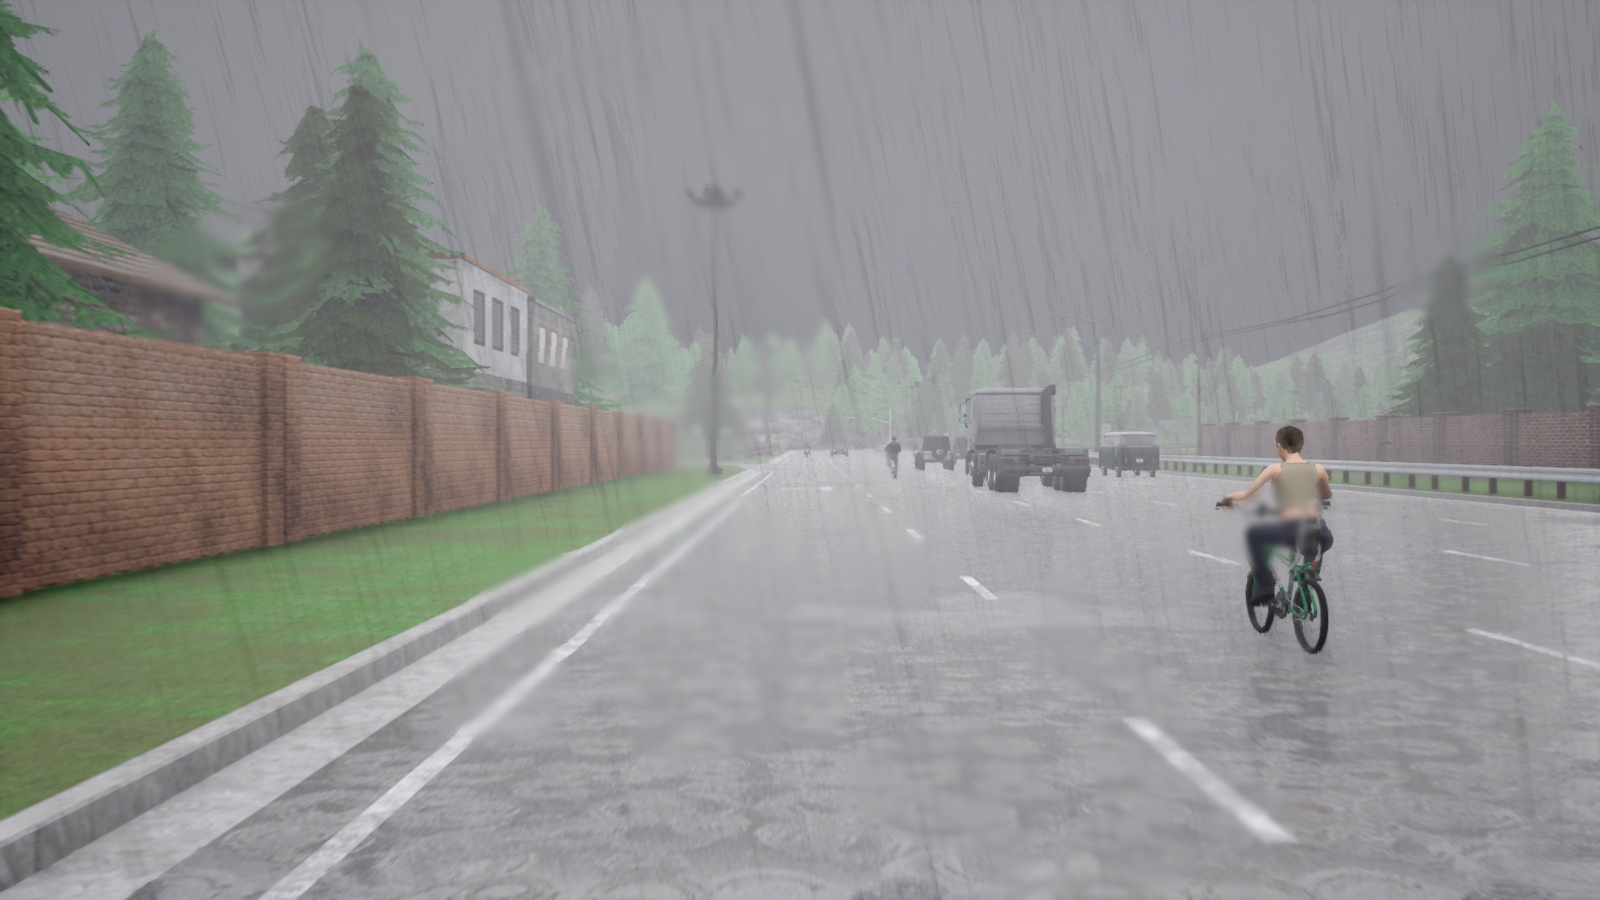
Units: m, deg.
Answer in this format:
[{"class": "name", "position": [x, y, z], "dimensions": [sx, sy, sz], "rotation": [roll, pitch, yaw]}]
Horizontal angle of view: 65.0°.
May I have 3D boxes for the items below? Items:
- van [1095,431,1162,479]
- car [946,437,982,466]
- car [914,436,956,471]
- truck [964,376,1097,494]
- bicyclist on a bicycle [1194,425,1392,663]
[{"class": "van", "position": [14.327, 0.201, 54.942], "dimensions": [1.775, 1.987, 4.442], "rotation": [0, 0, 0]}, {"class": "car", "position": [10.993, 0.077, 84.343], "dimensions": [1.905, 1.878, 3.866], "rotation": [0, 1, 0]}, {"class": "car", "position": [7.408, 0.158, 69.257], "dimensions": [1.905, 1.878, 3.866], "rotation": [0, 0, 0]}, {"class": "truck", "position": [7.247, -0.459, 40.659], "dimensions": [2.891, 3.462, 7.936], "rotation": [0, 0, 0]}, {"class": "bicyclist on a bicycle", "position": [3.573, 0.634, 9.260], "dimensions": [0.866, 1.612, 1.509], "rotation": [0, 0, 0]}]
